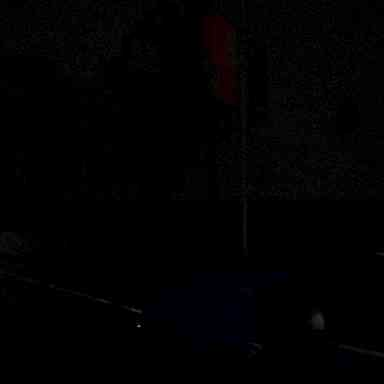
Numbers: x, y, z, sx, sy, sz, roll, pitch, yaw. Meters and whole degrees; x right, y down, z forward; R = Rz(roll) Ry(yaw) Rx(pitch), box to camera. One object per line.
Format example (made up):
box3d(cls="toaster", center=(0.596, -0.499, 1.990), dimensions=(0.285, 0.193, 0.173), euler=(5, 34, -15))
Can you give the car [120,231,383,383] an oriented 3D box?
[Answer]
box3d(cls="car", center=(1.994, 1.222, 2.262), dimensions=(5.566, 2.045, 2.150), euler=(0, 0, 36))
